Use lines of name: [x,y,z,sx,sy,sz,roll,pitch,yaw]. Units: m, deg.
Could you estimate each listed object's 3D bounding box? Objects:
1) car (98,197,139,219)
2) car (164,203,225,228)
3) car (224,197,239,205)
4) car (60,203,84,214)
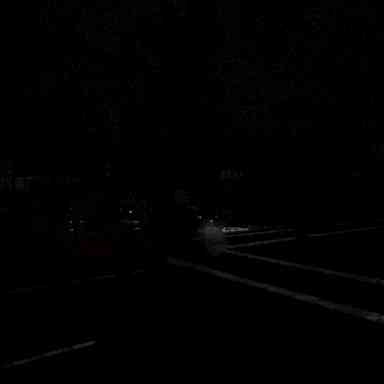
car: [-7.182,1.479,32.165,2.150,2.045,5.566,0,-1,-37]
car: [-0.177,1.587,22.829,1.812,1.442,4.674,0,-1,-37]
car: [7.734,1.622,61.573,1.970,1.475,3.806,0,-1,-37]
car: [-15.774,2.113,43.665,1.812,1.442,4.674,0,-1,-37]
